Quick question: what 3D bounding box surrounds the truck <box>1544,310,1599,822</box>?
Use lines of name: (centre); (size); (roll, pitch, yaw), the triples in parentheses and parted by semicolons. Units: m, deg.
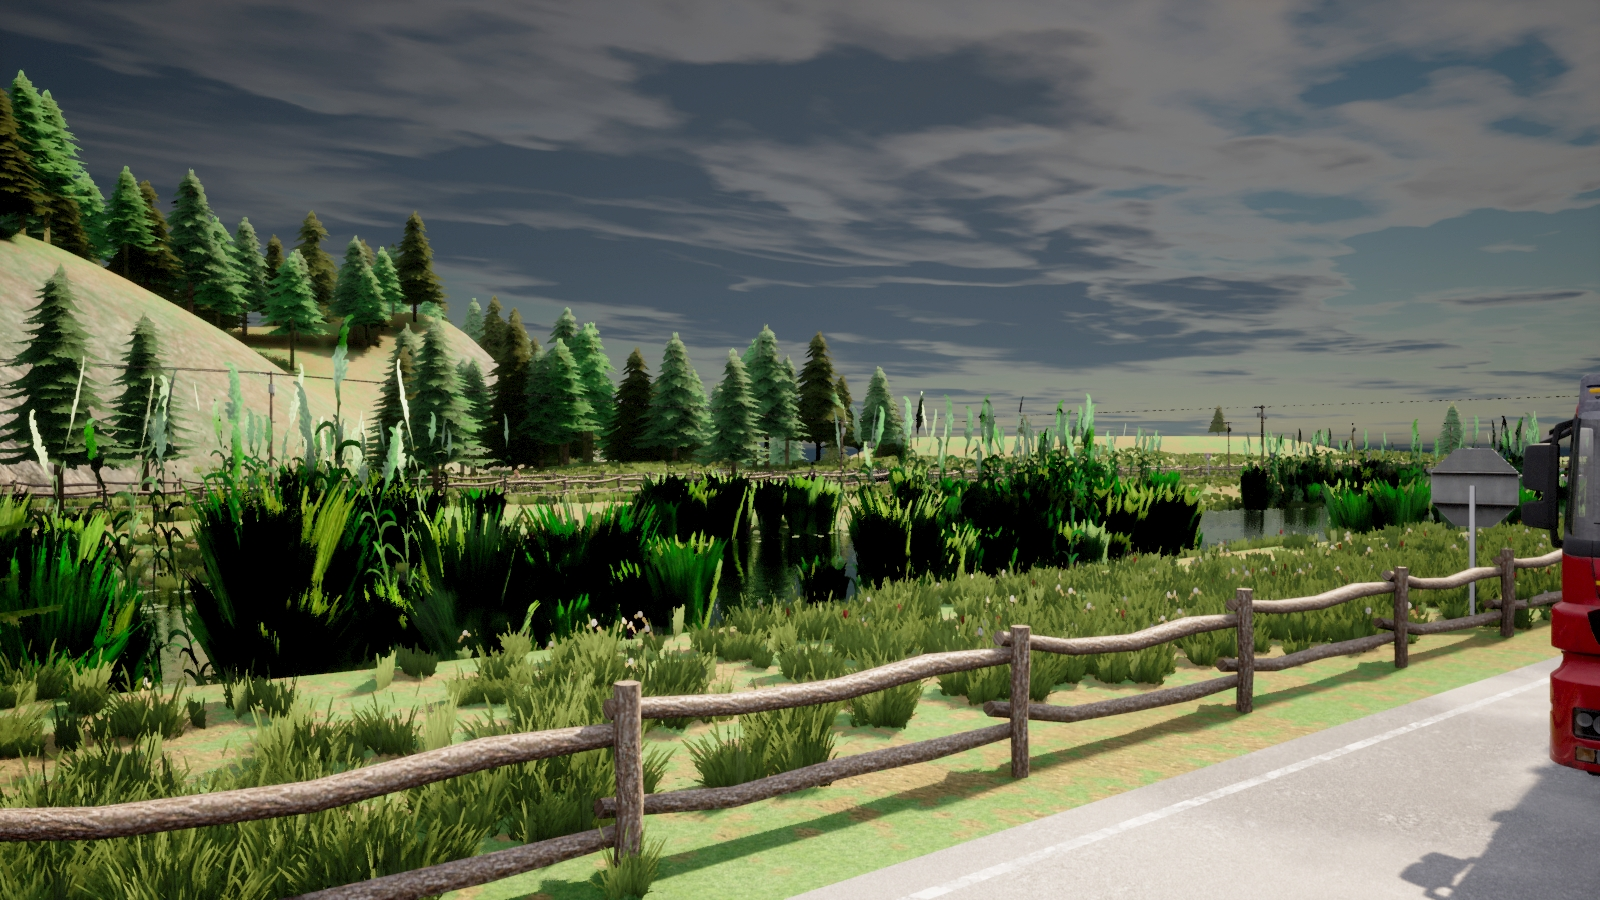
truck: (9.599, 0.862, 10.977); (2.891, 3.827, 8.468); (0, 0, 41)

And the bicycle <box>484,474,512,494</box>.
bicycle: (-19.242, 2.158, 72.779); (1.487, 1.276, 0.859); (0, 0, -44)
